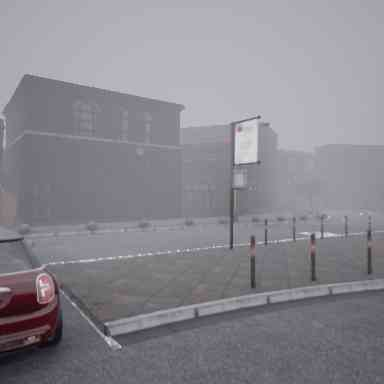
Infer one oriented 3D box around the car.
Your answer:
[{"bbox_3d":[-3.787,1.347,5.644,2.185,1.767,4.553,0,0,-36],"label":"car"}]
